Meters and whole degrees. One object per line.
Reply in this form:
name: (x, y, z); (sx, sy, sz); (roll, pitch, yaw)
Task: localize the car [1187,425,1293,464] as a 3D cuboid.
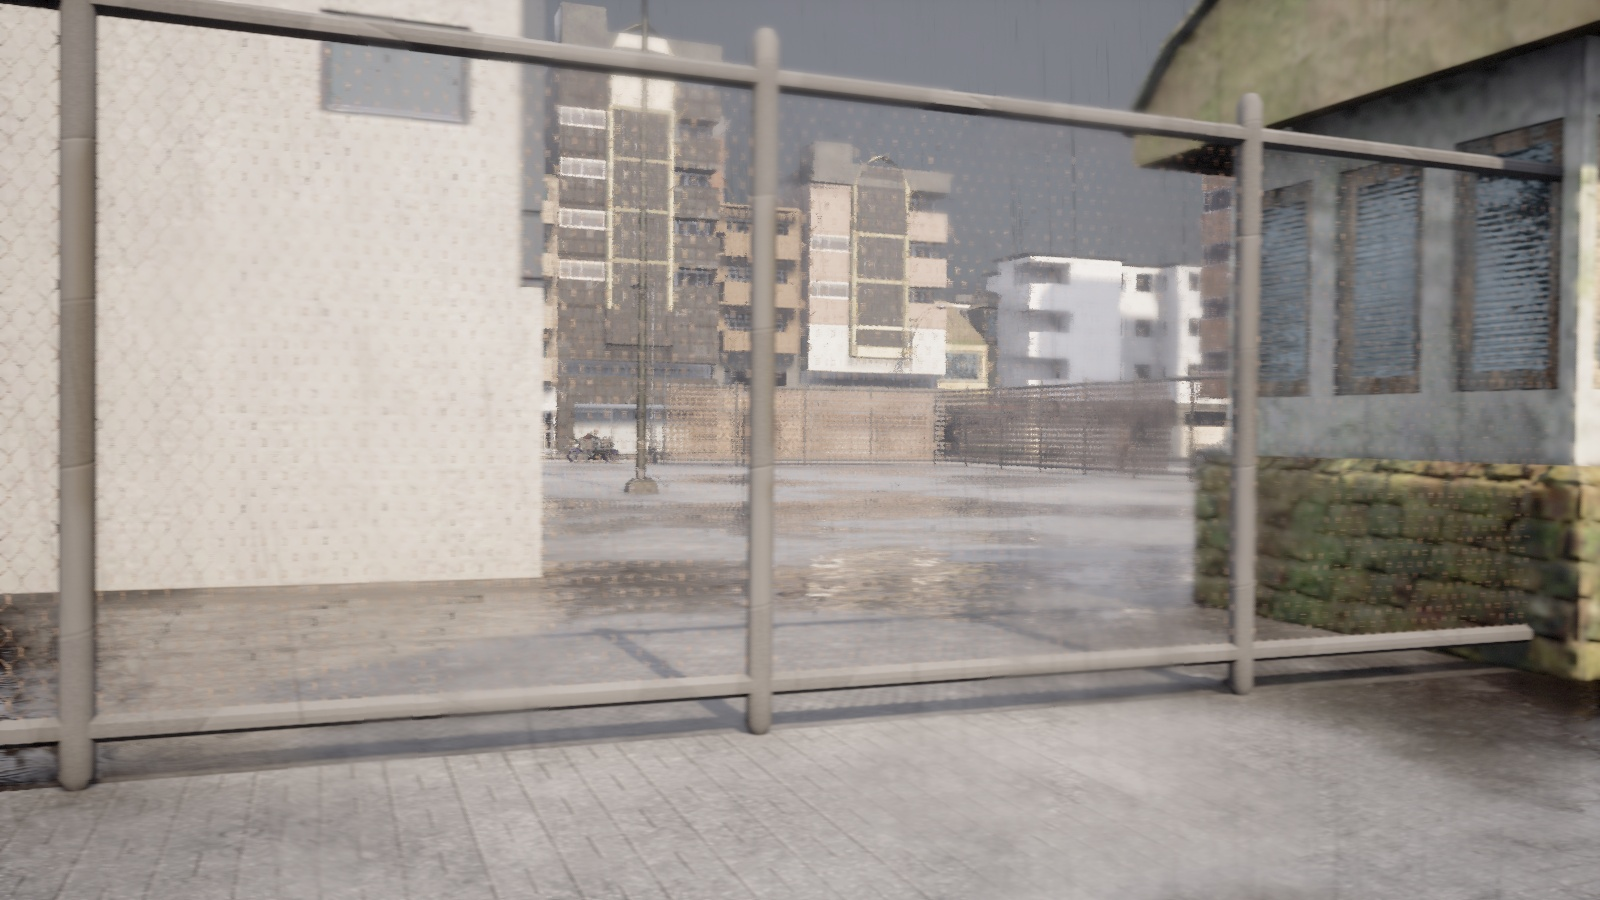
car: (17.398, -0.225, 49.829); (1.970, 1.475, 3.806); (-1, 1, -21)

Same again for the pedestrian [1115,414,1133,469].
pedestrian: (11.064, -0.302, 42.901); (0.331, 1.846, 0.634); (-1, 1, -15)

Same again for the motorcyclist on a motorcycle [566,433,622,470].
motorcyclist on a motorcycle: (-8.770, 0.062, 53.453); (2.191, 1.530, 0.866); (-1, 1, -21)
